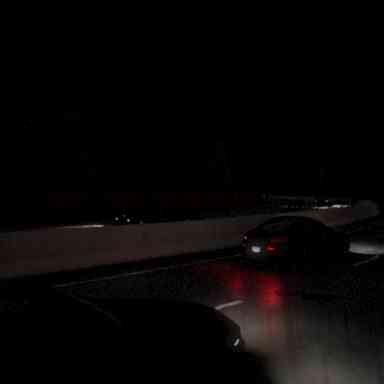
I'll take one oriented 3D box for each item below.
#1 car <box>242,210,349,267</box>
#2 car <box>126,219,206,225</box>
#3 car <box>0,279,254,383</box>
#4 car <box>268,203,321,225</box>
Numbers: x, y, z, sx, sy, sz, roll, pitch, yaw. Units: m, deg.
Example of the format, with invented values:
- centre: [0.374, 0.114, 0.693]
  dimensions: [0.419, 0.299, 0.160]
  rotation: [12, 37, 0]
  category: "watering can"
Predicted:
- centre: [3.671, 1.562, 11.528]
  dimensions: [4.674, 1.442, 1.812]
  rotation: [0, 0, -41]
  category: "car"
- centre: [-1.491, 1.615, 21.181]
  dimensions: [5.357, 1.411, 2.033]
  rotation: [0, 0, -43]
  category: "car"
- centre: [-1.549, 1.536, 2.819]
  dimensions: [4.674, 1.442, 1.812]
  rotation: [0, 0, -36]
  category: "car"
- centre: [8.193, 1.628, 26.241]
  dimensions: [2.033, 1.411, 5.357]
  rotation: [0, 0, 41]
  category: "car"
